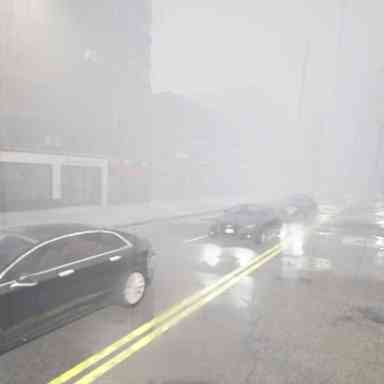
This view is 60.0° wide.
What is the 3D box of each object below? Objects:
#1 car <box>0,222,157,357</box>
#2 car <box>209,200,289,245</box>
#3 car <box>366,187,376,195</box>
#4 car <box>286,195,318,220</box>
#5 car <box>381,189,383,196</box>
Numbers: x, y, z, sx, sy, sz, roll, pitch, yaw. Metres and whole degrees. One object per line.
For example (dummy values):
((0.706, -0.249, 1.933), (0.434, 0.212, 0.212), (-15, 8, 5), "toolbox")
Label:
((-2.455, 1.294, 5.055), (1.837, 1.490, 4.892), (2, 2, 30), "car")
((2.335, 1.182, 13.667), (1.994, 1.385, 4.181), (2, 2, 30), "car")
((43.355, 0.009, 80.612), (1.837, 1.490, 4.892), (2, 2, 29), "car")
((7.275, 0.946, 22.503), (2.128, 1.511, 4.902), (2, 2, 30), "car")
((46.385, -0.043, 79.367), (2.097, 1.767, 4.553), (2, 2, 29), "car")
